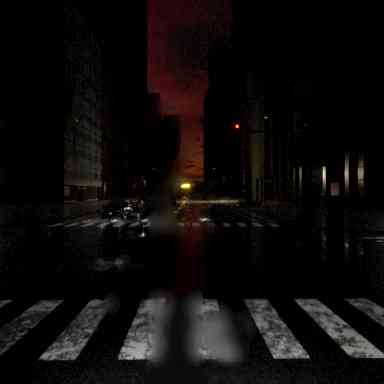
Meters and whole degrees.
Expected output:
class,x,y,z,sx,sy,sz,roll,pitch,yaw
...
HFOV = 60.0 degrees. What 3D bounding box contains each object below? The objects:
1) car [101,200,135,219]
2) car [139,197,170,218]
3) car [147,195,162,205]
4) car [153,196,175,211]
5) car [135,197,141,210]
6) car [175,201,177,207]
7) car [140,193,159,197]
class,x,y,z,sx,sy,sz,roll,pitch,yaw
car,-6.646,1.507,29.600,1.837,1.490,4.892,0,0,1
car,-3.379,1.480,30.891,1.882,1.535,5.008,0,0,0
car,-6.624,1.360,59.259,2.097,1.767,4.553,0,0,-1
car,-3.397,1.529,40.171,1.812,1.442,4.674,0,0,0
car,-6.641,1.604,38.863,1.895,1.301,4.718,0,0,0
car,-3.391,1.569,50.183,1.994,1.385,4.181,0,0,1
car,-6.644,1.226,49.161,2.150,2.045,5.566,0,0,1
